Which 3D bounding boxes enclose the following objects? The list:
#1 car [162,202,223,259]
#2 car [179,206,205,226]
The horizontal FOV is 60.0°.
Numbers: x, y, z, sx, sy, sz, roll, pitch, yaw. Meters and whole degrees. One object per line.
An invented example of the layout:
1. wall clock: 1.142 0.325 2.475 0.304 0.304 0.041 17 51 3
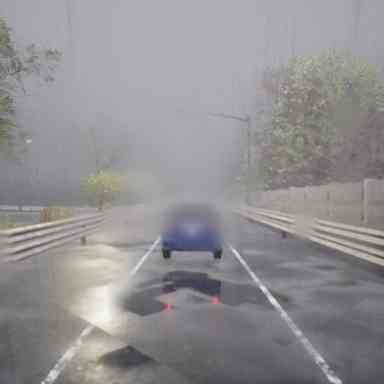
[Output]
1. car: 0.012 1.419 13.629 2.150 2.045 5.566 0 -1 0
2. car: 0.012 1.956 28.694 2.033 1.411 5.357 0 -1 0
